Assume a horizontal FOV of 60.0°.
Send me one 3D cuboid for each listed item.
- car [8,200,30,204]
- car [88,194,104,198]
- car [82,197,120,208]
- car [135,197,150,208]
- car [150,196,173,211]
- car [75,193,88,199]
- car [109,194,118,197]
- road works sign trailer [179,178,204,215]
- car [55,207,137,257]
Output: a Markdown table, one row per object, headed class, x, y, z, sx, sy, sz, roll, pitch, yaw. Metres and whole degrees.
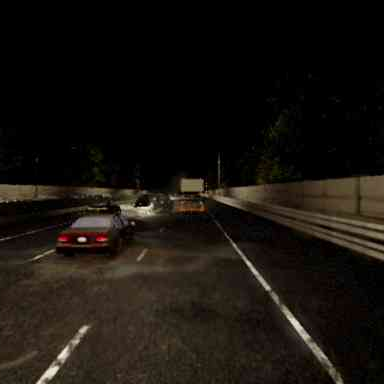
| class | x | y | z | sx | sy | sz | roll | pitch | yaw |
| --- | --- | --- | --- | --- | --- | --- | --- | --- | --- |
| car | -17.555 | 1.478 | 33.841 | 1.994 | 1.385 | 4.181 | 0 | 0 | 0 |
| car | -20.971 | 1.265 | 74.180 | 1.837 | 1.490 | 4.892 | 0 | 0 | 0 |
| car | -6.889 | 1.421 | 26.415 | 2.128 | 1.511 | 4.902 | 0 | 0 | 0 |
| car | -6.878 | 1.411 | 46.995 | 1.812 | 1.442 | 4.674 | 0 | 0 | 0 |
| car | -3.386 | 1.252 | 39.781 | 2.097 | 1.767 | 4.553 | 0 | 0 | 0 |
| car | -24.471 | 1.120 | 74.211 | 2.097 | 1.767 | 4.553 | 0 | 0 | 0 |
| car | -17.471 | 1.243 | 74.179 | 1.882 | 1.535 | 5.008 | 0 | 0 | 0 |
| road works sign trailer | 0.013 | 0.379 | 32.701 | 2.380 | 3.560 | 2.880 | 0 | 0 | 0 |
| car | -3.396 | 1.510 | 12.782 | 2.033 | 1.411 | 5.357 | 0 | 0 | 0 |
